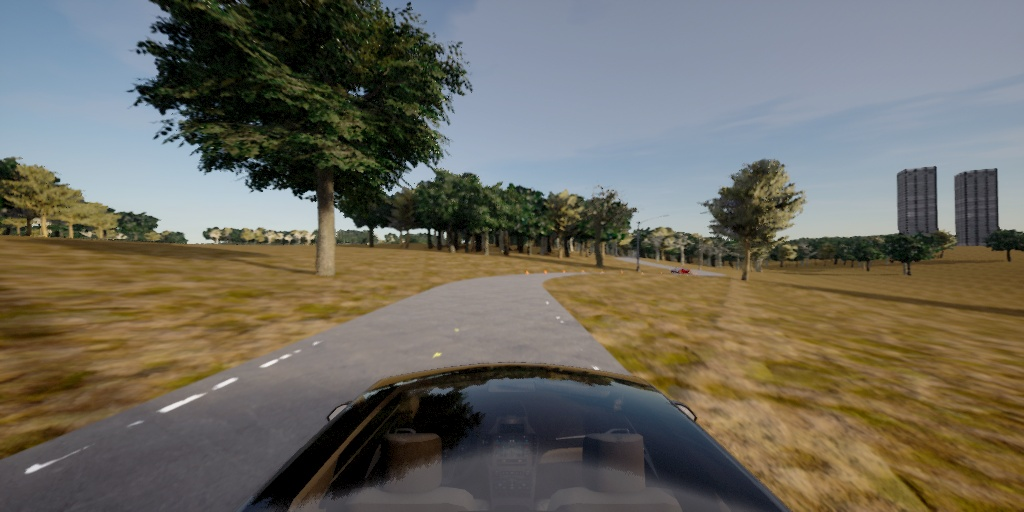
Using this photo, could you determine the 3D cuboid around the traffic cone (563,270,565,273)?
[{"bbox_3d":[7.999,2.318,55.309,0.340,0.580,0.340,0,0,41],"label":"traffic cone"}]
